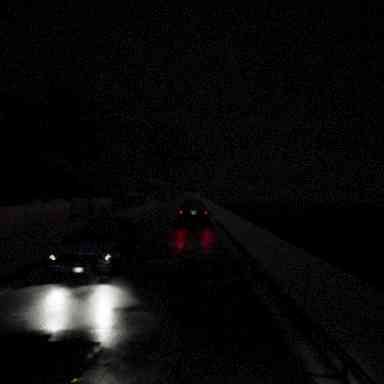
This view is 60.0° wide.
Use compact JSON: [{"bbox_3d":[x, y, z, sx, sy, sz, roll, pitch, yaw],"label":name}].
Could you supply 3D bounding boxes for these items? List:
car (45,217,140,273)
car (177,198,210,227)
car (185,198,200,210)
[{"bbox_3d":[-2.863,1.542,10.901,2.033,1.411,5.357,0,0,-1],"label":"car"},{"bbox_3d":[0.093,1.341,23.072,2.097,1.767,4.553,0,0,0],"label":"car"},{"bbox_3d":[0.092,1.501,42.911,1.812,1.442,4.674,0,0,0],"label":"car"}]
